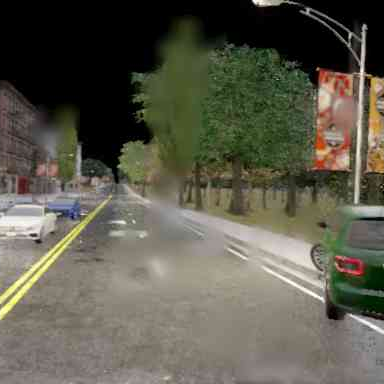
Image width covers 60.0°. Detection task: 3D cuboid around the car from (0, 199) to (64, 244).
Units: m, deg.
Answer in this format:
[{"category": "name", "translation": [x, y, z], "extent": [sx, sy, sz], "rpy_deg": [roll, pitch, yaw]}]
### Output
[{"category": "car", "translation": [-7.064, 1.262, 14.411], "extent": [1.812, 1.442, 4.674], "rpy_deg": [2, 0, -12]}]

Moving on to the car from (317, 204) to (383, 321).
[{"category": "car", "translation": [4.030, 1.277, 7.304], "extent": [2.150, 2.045, 5.566], "rpy_deg": [0, 1, 20]}]

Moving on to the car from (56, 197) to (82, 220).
[{"category": "car", "translation": [-9.352, 1.155, 24.633], "extent": [1.882, 1.535, 5.008], "rpy_deg": [2, 0, -12]}]

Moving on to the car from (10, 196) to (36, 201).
[{"category": "car", "translation": [-12.904, 1.065, 25.691], "extent": [1.812, 1.442, 4.674], "rpy_deg": [2, 0, -12]}]
